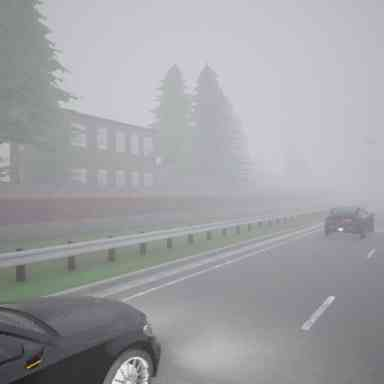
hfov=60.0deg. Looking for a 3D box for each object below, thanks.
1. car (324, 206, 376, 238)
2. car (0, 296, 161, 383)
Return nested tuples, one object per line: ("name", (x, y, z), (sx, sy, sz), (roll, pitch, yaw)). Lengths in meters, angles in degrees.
("car", (8.436, 1.499, 17.710), (1.837, 1.490, 4.892), (0, 0, 35))
("car", (-2.231, 1.525, 2.522), (1.812, 1.442, 4.674), (0, 0, 35))
